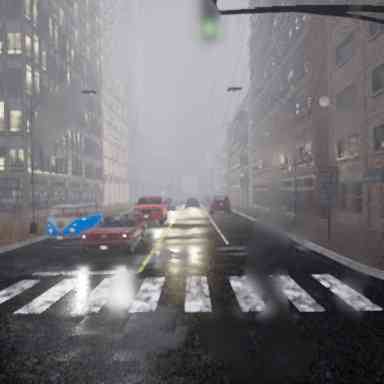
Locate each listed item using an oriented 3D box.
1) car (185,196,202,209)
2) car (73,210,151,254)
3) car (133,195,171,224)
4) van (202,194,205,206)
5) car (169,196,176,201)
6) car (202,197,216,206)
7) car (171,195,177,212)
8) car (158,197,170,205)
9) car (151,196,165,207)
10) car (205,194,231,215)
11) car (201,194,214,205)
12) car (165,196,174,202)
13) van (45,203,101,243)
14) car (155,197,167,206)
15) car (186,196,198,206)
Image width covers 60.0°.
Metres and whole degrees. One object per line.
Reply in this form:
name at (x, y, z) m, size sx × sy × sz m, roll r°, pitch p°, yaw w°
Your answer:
car at (0.053, 1.491, 45.440) m, size 1.882 × 1.535 × 5.008 m, roll -1°, pitch 0°, yaw 0°
car at (-3.092, 1.648, 13.893) m, size 1.895 × 1.301 × 4.718 m, roll -1°, pitch 0°, yaw 0°
car at (-3.073, 1.276, 25.194) m, size 2.150 × 2.045 × 5.566 m, roll -1°, pitch 0°, yaw 0°
van at (2.741, 1.304, 49.664) m, size 1.690 × 1.788 × 3.998 m, roll -1°, pitch 0°, yaw 0°
car at (-5.561, 1.780, 94.083) m, size 1.802 × 1.307 × 4.206 m, roll -1°, pitch 0°, yaw 0°
car at (2.755, 1.520, 55.214) m, size 2.008 × 1.369 × 4.403 m, roll -1°, pitch 0°, yaw 0°
car at (-3.026, 1.423, 39.938) m, size 2.097 × 1.767 × 4.553 m, roll -1°, pitch 0°, yaw 0°
car at (-5.606, 1.707, 66.328) m, size 2.008 × 1.369 × 4.403 m, roll -1°, pitch 0°, yaw 0°
car at (-5.626, 1.582, 55.226) m, size 1.967 × 1.590 × 4.097 m, roll -1°, pitch 0°, yaw 0°
car at (2.715, 1.260, 33.011) m, size 2.192 × 1.841 × 5.009 m, roll -1°, pitch 0°, yaw 0°
car at (2.758, 1.291, 60.765) m, size 2.192 × 1.841 × 5.009 m, roll -1°, pitch 0°, yaw 0°
car at (-5.580, 1.732, 82.980) m, size 2.008 × 1.369 × 4.403 m, roll -1°, pitch 0°, yaw 0°
van at (-5.689, 1.443, 16.370) m, size 1.690 × 1.788 × 3.998 m, roll -1°, pitch 0°, yaw 0°
car at (-5.616, 1.674, 60.607) m, size 1.752 × 1.417 × 4.829 m, roll -1°, pitch 0°, yaw 0°
car at (0.068, 1.503, 55.862) m, size 1.882 × 1.535 × 5.008 m, roll -1°, pitch 0°, yaw 0°
